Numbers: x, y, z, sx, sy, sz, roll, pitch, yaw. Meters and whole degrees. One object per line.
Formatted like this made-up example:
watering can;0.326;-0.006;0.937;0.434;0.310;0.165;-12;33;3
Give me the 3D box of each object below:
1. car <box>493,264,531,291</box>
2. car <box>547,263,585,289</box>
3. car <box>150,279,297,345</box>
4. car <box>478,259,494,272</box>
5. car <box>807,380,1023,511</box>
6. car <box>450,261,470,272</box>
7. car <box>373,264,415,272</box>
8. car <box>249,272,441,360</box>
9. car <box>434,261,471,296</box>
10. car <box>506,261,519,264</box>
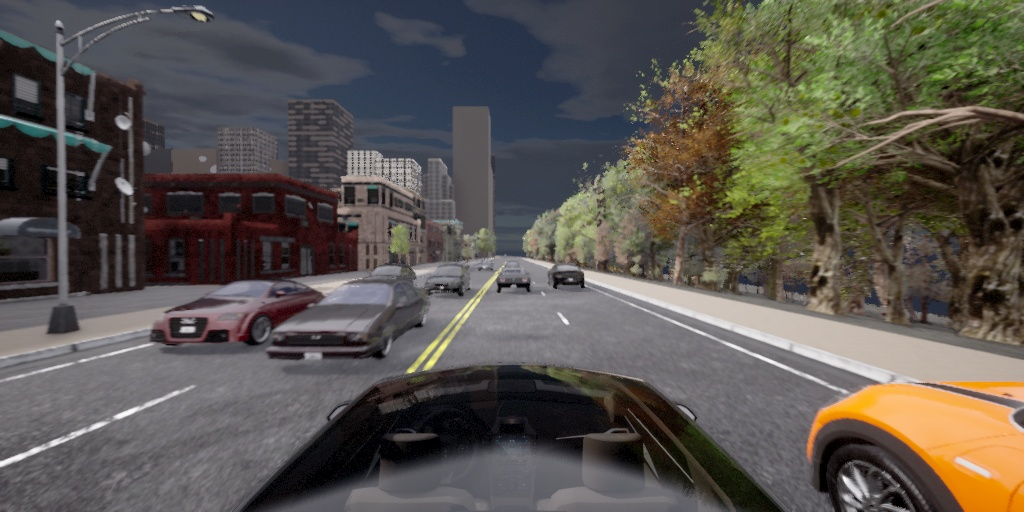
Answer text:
car;0.093;1.314;21.132;1.895;1.301;4.718;0;0;0
car;3.343;1.187;22.923;1.882;1.535;5.008;0;0;0
car;-6.580;1.300;9.269;1.994;1.385;4.181;0;0;0
car;-3.267;1.185;45.478;2.128;1.511;4.902;0;0;0
car;3.350;1.103;0.894;2.097;1.767;4.553;0;0;0
car;-6.517;1.319;45.448;1.895;1.301;4.718;0;0;0
car;-6.508;1.221;19.433;1.837;1.490;4.892;0;0;0
car;-3.330;1.284;8.657;2.033;1.411;5.357;0;0;0
car;-3.258;1.222;19.009;1.837;1.490;4.892;0;0;0
car;0.067;1.224;39.469;2.033;1.411;5.357;0;0;0
